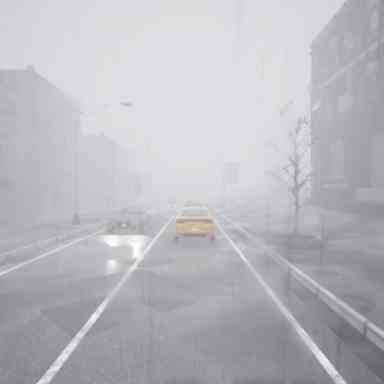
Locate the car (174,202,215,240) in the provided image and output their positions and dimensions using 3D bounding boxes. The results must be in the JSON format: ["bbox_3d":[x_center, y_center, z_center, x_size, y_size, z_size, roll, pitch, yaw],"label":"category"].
[{"bbox_3d":[0.110,1.471,16.925,1.882,1.535,5.008,0,0,0],"label":"car"}]

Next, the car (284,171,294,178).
[{"bbox_3d":[22.961,-3.800,74.197,2.185,1.767,4.553,0,1,-5],"label":"car"}]

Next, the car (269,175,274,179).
[{"bbox_3d":[22.147,-3.838,85.241,2.002,1.452,4.674,0,1,-2],"label":"car"}]

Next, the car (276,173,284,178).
[{"bbox_3d":[22.496,-3.776,79.703,2.097,1.535,5.008,0,1,-4],"label":"car"}]

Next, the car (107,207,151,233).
[{"bbox_3d":[-3.587,1.556,19.416,1.994,1.385,4.181,0,0,0],"label":"car"}]

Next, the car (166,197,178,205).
[{"bbox_3d":[-3.502,1.550,60.319,1.994,1.385,4.181,0,0,1],"label":"car"}]

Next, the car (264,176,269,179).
[{"bbox_3d":[21.917,-3.975,90.783,2.231,1.521,4.892,0,1,-1],"label":"car"}]

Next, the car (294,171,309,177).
[{"bbox_3d":[23.577,-3.540,68.506,2.163,1.488,4.792,0,1,-6],"label":"car"}]

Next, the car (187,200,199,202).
[{"bbox_3d":[0.122,1.550,37.425,1.994,1.385,4.181,0,0,0],"label":"car"}]
